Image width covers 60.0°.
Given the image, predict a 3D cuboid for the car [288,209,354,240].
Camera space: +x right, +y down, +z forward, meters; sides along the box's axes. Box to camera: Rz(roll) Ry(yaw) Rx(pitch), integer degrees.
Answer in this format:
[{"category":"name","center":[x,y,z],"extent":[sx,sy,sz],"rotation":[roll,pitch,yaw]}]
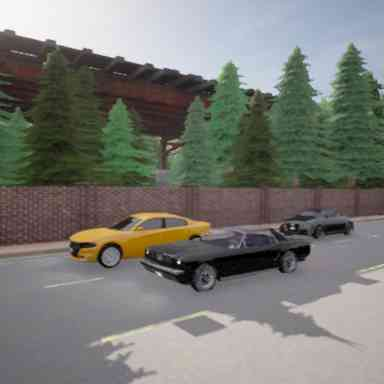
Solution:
[{"category":"car","center":[6.497,1.563,17.189],"extent":[4.181,1.385,1.994],"rotation":[0,0,-35]}]

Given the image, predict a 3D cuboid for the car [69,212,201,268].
[{"category":"car","center":[-1.589,1.477,11.452],"extent":[5.008,1.535,1.882],"rotation":[0,0,-35]}]

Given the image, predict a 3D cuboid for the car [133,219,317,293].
[{"category":"car","center":[1.050,1.600,9.015],"extent":[4.718,1.301,1.895],"rotation":[0,0,-35]}]
